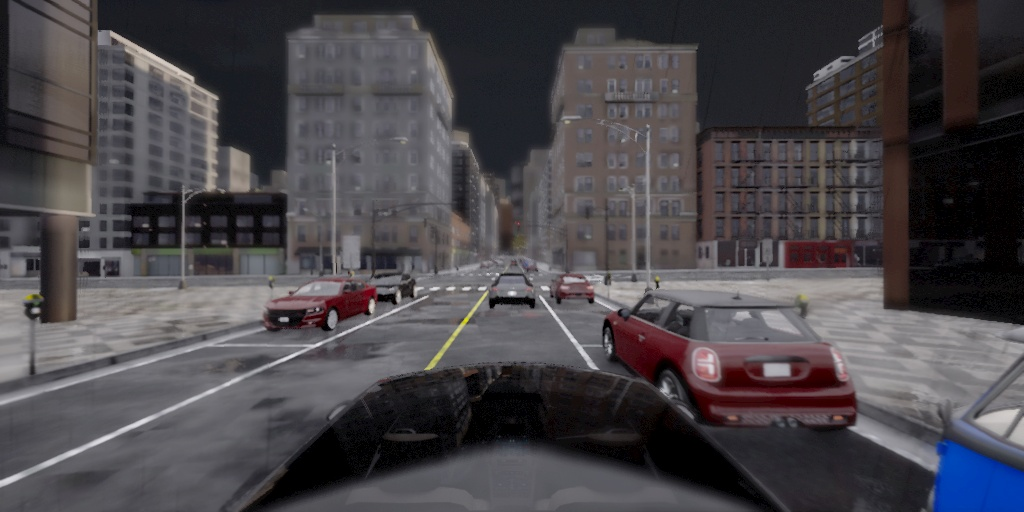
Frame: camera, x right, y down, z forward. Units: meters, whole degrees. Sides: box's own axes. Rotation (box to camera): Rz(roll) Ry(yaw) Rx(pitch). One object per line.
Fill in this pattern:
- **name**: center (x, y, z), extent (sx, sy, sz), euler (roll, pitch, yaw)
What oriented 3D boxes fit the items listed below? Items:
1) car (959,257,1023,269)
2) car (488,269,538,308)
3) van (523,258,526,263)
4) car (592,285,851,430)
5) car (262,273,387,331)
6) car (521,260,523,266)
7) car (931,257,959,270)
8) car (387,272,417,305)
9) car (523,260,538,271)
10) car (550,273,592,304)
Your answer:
- **car**: center (48.955, 0.846, 35.970), extent (4.902, 1.511, 2.128), euler (-1, 0, 0)
- **car**: center (0.009, 1.442, 15.974), extent (1.994, 1.385, 4.181), euler (0, -1, 0)
- **van**: center (3.106, 1.527, 59.711), extent (1.690, 1.789, 3.998), euler (0, 0, 1)
- **car**: center (2.764, 1.226, 5.660), extent (1.967, 1.591, 4.097), euler (0, 0, 0)
- **car**: center (-5.759, 1.382, 11.310), extent (1.888, 1.381, 4.507), euler (0, 0, 0)
- **car**: center (3.156, 1.765, 65.261), extent (1.888, 1.381, 4.507), euler (0, 0, 1)
- **car**: center (48.958, 0.859, 39.219), extent (4.902, 1.511, 2.128), euler (-1, 0, 0)
- **car**: center (-5.757, 1.453, 16.954), extent (1.948, 1.339, 4.313), euler (0, 0, 0)
- **car**: center (3.056, 1.735, 54.159), extent (1.802, 1.307, 4.207), euler (0, 0, 1)
- **car**: center (2.768, 1.469, 16.949), extent (1.802, 1.307, 4.207), euler (0, 0, 0)
